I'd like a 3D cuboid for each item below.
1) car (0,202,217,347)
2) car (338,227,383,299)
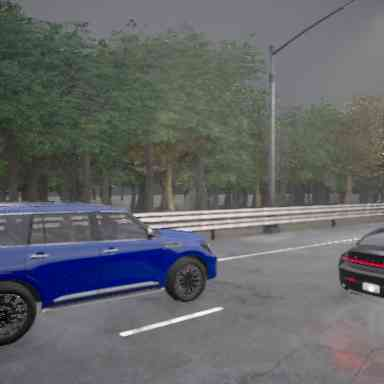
[{"bbox_3d":[-2.095,1.221,6.549,5.566,2.045,2.150,0,0,-36],"label":"car"},{"bbox_3d":[5.251,1.503,7.495,4.892,1.490,1.837,0,0,-35],"label":"car"}]
